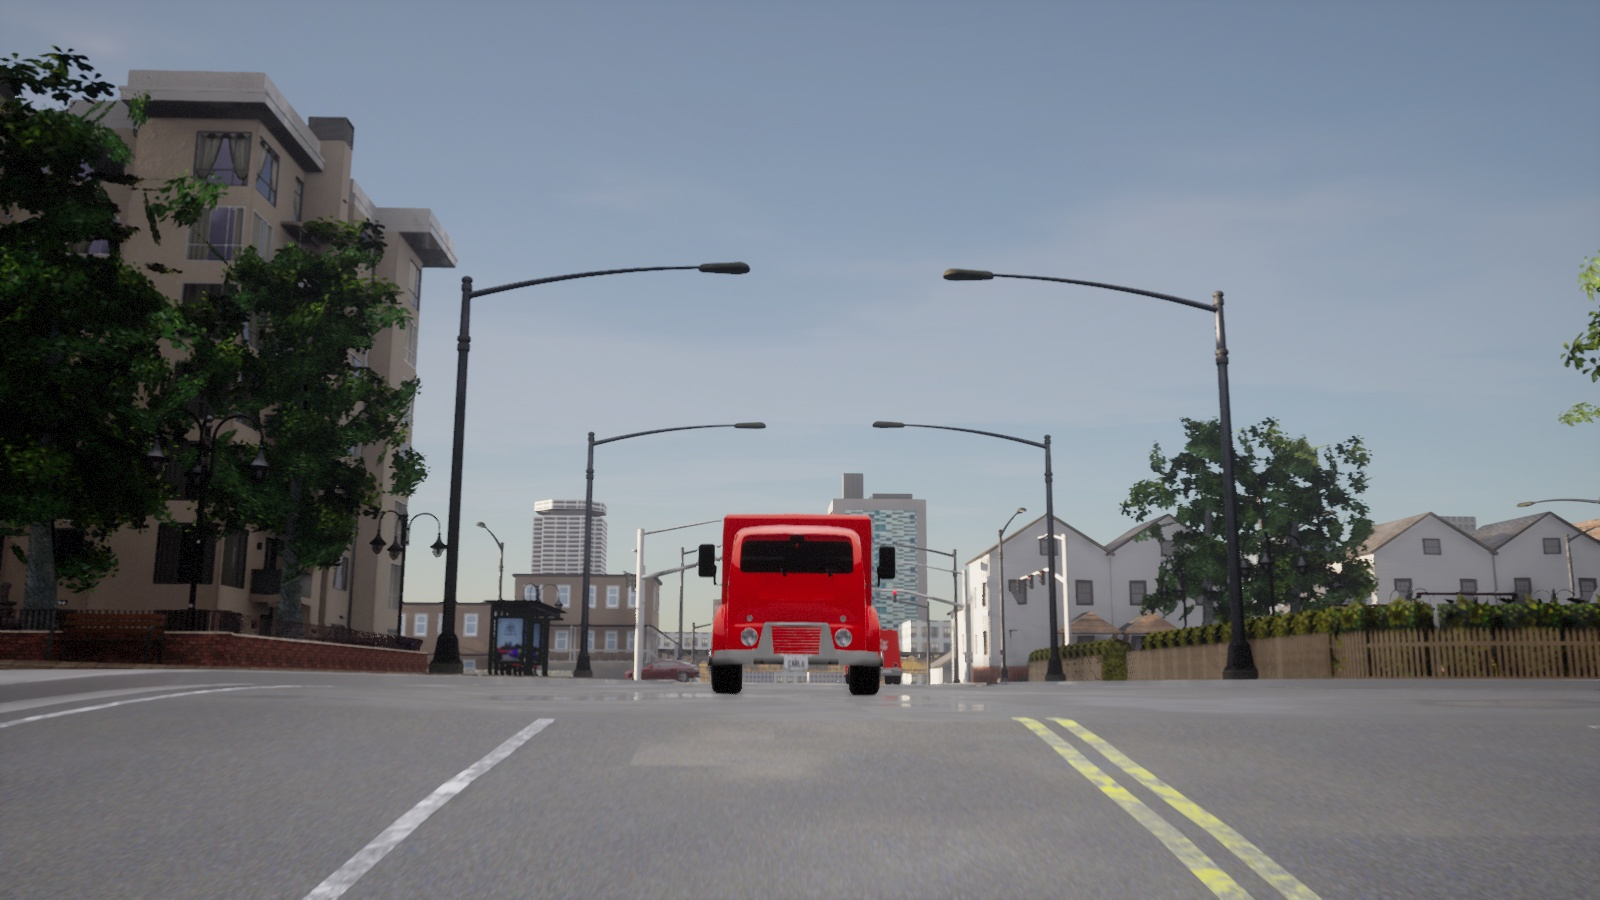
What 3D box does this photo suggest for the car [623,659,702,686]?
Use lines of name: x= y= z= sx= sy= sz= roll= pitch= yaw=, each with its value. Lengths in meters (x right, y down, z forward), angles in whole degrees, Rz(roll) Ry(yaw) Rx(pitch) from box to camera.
car: x=-8.440 y=13.746 z=77.562 sx=4.674 sy=1.442 sz=1.812 roll=-2 pitch=-10 yaw=-1

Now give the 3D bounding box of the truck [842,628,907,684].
truck: x=3.385 y=9.587 z=58.179 sx=2.627 sy=2.467 sz=5.204 roll=0 pitch=-10 yaw=0

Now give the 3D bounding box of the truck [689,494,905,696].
truck: x=-0.039 y=2.211 z=18.025 sx=2.627 sy=2.467 sz=5.204 roll=0 pitch=-10 yaw=0
